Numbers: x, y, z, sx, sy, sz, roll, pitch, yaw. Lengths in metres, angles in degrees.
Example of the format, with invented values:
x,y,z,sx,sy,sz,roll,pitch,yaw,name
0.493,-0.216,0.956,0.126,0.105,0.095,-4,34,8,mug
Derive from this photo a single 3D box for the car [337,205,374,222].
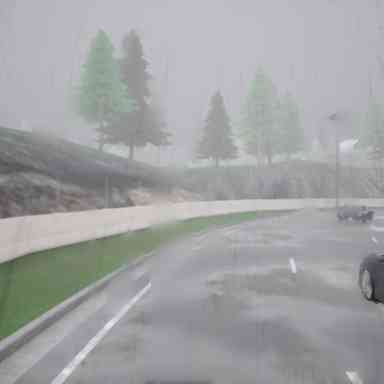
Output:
x,y,z,sx,sy,sz,roll,pitch,yaw,name
12.713,1.629,25.679,1.895,1.301,4.718,1,0,36,car

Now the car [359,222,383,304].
x,y,z,sx,sy,sz,roll,pitch,yaw,name
4.308,1.525,5.283,1.837,1.490,4.892,0,0,7,car
